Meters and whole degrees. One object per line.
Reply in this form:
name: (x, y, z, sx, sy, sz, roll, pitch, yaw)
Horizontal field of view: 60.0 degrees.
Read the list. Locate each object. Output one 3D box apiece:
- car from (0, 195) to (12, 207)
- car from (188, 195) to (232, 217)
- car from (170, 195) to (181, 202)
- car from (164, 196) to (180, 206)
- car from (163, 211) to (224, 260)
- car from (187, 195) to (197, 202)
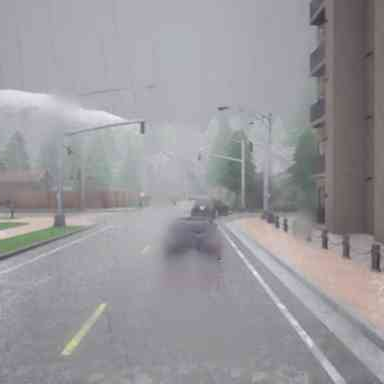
car: (-25.021, 1.127, 42.390, 1.932, 1.855, 4.605, 0, 0, -1)
car: (1.775, 1.330, 28.379, 2.097, 1.767, 4.553, 1, 0, 27)
car: (-3.502, 1.448, 70.953, 1.994, 1.385, 4.181, 0, 0, 0)
car: (-3.556, 1.506, 55.726, 2.033, 1.411, 5.357, 0, 0, 1)
car: (0.058, 1.591, 12.419, 1.895, 1.301, 4.718, 0, 0, 0)
car: (-0.002, 1.346, 72.551, 2.033, 1.411, 5.357, 0, 0, 0)
